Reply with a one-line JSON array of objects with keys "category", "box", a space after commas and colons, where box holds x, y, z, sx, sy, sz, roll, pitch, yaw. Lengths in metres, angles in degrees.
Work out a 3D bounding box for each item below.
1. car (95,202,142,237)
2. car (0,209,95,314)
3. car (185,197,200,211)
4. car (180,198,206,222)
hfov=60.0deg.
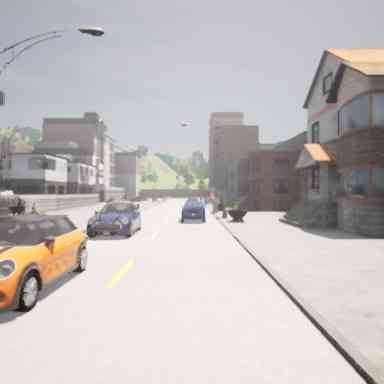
[{"category": "car", "box": [-4.000, 1.352, 17.811, 2.097, 1.767, 4.553, 0, 0, 0]}, {"category": "car", "box": [-4.066, 1.352, 7.720, 2.097, 1.767, 4.553, 0, 0, 0]}, {"category": "car", "box": [0.074, 1.506, 43.249, 1.837, 1.490, 4.892, 0, 1, 0]}, {"category": "car", "box": [0.102, 1.477, 26.328, 1.882, 1.535, 5.008, 0, 0, 0]}]
